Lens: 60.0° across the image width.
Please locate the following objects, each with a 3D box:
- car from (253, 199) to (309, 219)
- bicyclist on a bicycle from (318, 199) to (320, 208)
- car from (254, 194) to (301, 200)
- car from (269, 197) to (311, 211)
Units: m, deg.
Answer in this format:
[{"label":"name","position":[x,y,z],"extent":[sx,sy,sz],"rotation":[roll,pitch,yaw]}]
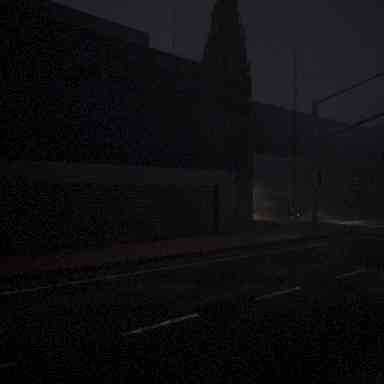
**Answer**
[{"label":"car","position":[7.626,1.601,29.720],"extent":[1.895,1.301,4.718],"rotation":[0,0,-37]},{"label":"bicyclist on a bicycle","position":[16.217,1.303,43.256],"extent":[1.656,1.620,0.582],"rotation":[0,0,-37]},{"label":"car","position":[8.689,1.221,34.151],"extent":[2.150,2.045,5.566],"rotation":[0,0,-36]},{"label":"car","position":[12.123,1.477,41.486],"extent":[1.882,1.535,5.008],"rotation":[0,0,-36]}]
